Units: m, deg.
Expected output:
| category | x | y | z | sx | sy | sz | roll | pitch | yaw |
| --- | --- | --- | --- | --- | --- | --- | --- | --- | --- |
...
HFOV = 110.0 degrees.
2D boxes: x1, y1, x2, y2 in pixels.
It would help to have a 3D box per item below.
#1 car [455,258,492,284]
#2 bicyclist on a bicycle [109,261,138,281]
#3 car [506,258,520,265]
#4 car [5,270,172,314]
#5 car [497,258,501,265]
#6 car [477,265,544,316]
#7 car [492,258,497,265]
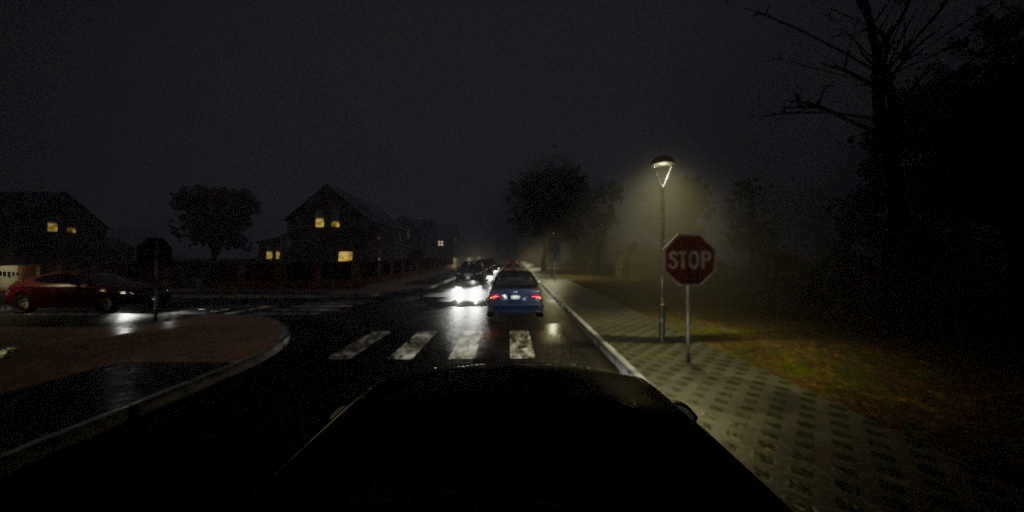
| category | x | y | z | sx | sy | sz | roll | pitch | yaw |
| --- | --- | --- | --- | --- | --- | --- | --- | --- | --- |
| car | -2.835 | 1.114 | 25.552 | 2.128 | 1.511 | 4.902 | 0 | 0 | 0 |
| bicyclist on a bicycle | -20.219 | 1.109 | 18.651 | 0.582 | 1.620 | 1.656 | 0 | -1 | 2 |
| car | 0.151 | 1.039 | 54.136 | 1.812 | 1.442 | 4.674 | 0 | 0 | 0 |
| car | -14.782 | 1.209 | 12.614 | 4.674 | 1.442 | 1.812 | 0 | -1 | 2 |
| car | -2.799 | 1.043 | 45.874 | 1.837 | 1.490 | 4.892 | 0 | 0 | 0 |
| car | 0.100 | 1.234 | 12.966 | 2.033 | 1.411 | 5.357 | 0 | 0 | 0 |
| car | -2.817 | 1.082 | 35.659 | 1.837 | 1.490 | 4.892 | 0 | 0 | 0 |
